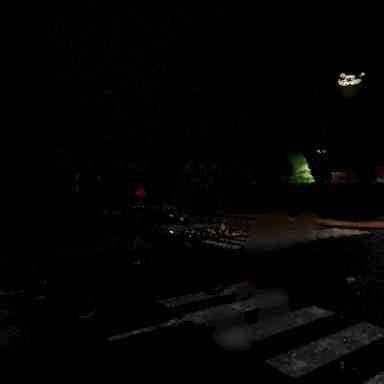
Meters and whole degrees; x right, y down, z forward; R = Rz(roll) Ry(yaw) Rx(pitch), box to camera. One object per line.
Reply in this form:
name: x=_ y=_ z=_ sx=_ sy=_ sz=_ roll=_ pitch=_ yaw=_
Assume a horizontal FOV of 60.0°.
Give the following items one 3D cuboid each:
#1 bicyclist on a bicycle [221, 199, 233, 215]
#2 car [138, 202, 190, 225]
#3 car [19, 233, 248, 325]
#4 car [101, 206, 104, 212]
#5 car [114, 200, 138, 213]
bicyclist on a bicycle: x=3.461 y=1.490 z=32.988 sx=1.656 sy=1.620 sz=0.582 roll=0 pitch=0 yaw=-35
car: x=-2.055 y=1.629 z=25.255 sx=1.812 sy=1.442 sz=4.674 roll=1 pitch=0 yaw=-35
car: x=-1.082 y=1.631 z=7.287 sx=4.718 sy=1.301 sz=1.895 roll=1 pitch=0 yaw=-36
car: x=-12.022 y=1.705 z=39.435 sx=1.994 sy=1.385 sz=4.181 roll=1 pitch=0 yaw=-35
car: x=-7.384 y=1.685 z=39.127 sx=2.033 sy=1.411 sz=5.357 roll=1 pitch=0 yaw=-35
